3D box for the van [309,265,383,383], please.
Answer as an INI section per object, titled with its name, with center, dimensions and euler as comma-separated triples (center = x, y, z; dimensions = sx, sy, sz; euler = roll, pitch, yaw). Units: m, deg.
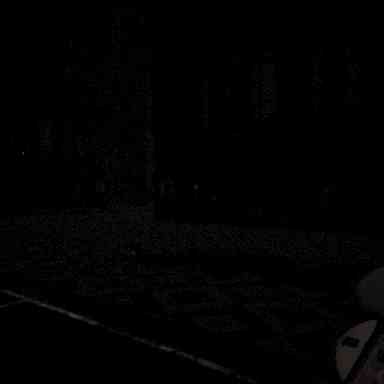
[van]
center = 2.458, 1.344, 1.228
dimensions = 3.998, 1.788, 1.690
euler = 0, 0, 36
